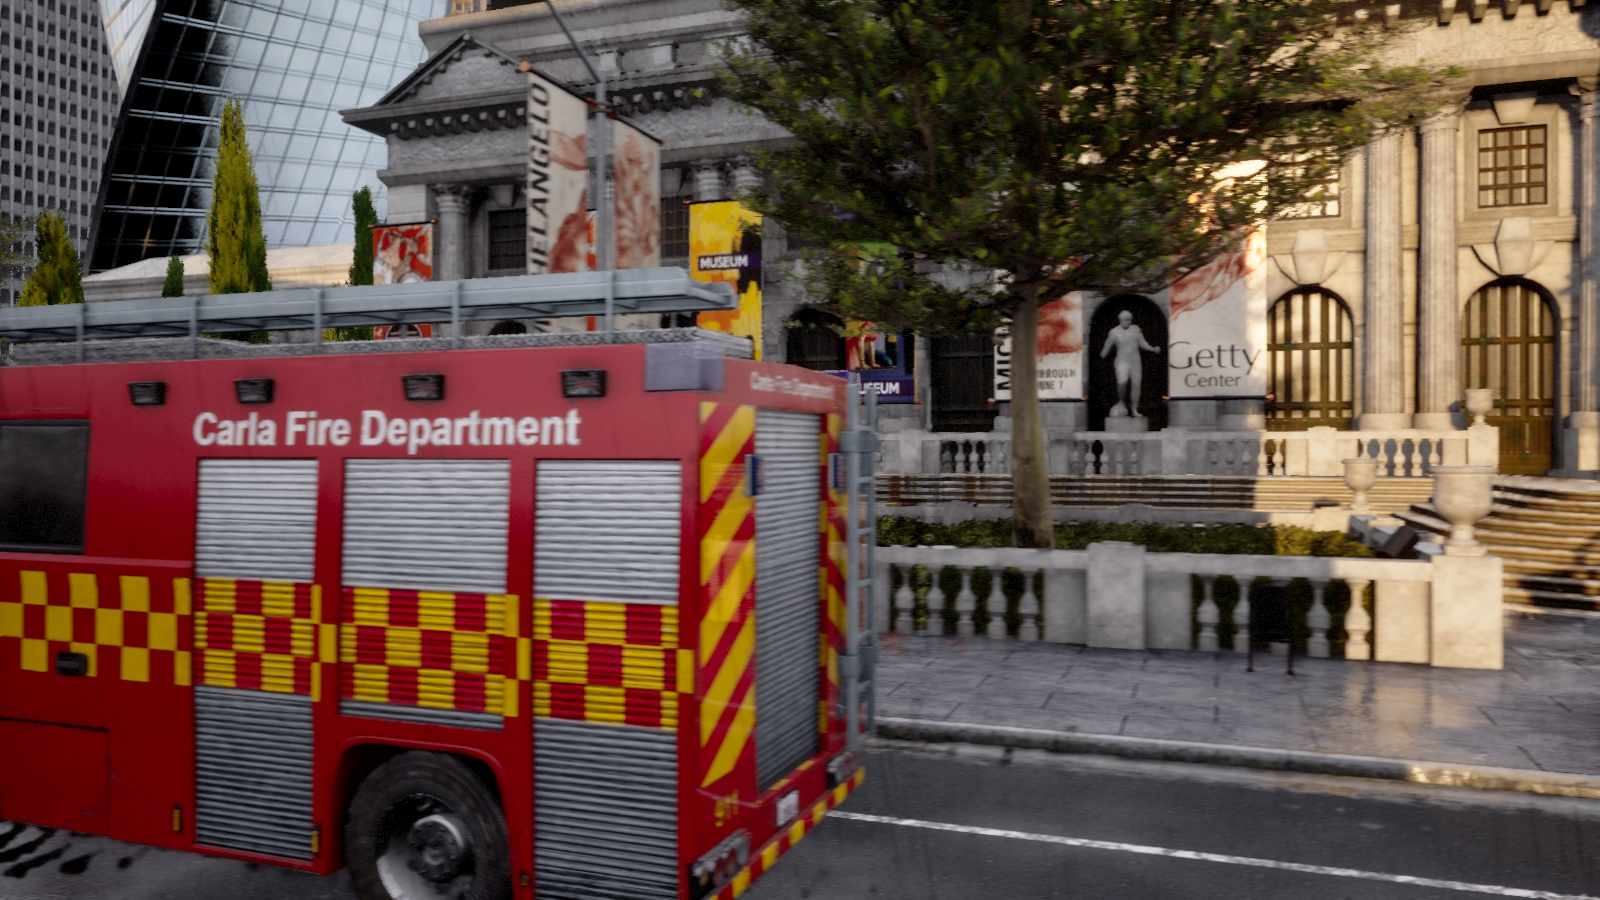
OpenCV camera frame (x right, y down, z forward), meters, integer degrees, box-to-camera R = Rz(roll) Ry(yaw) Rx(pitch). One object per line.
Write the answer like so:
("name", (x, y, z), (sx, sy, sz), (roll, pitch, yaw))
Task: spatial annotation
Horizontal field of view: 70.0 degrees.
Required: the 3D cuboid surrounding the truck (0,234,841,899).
("truck", (-4.179, 0.889, 8.250), (8.468, 3.827, 2.891), (0, 0, 21))
